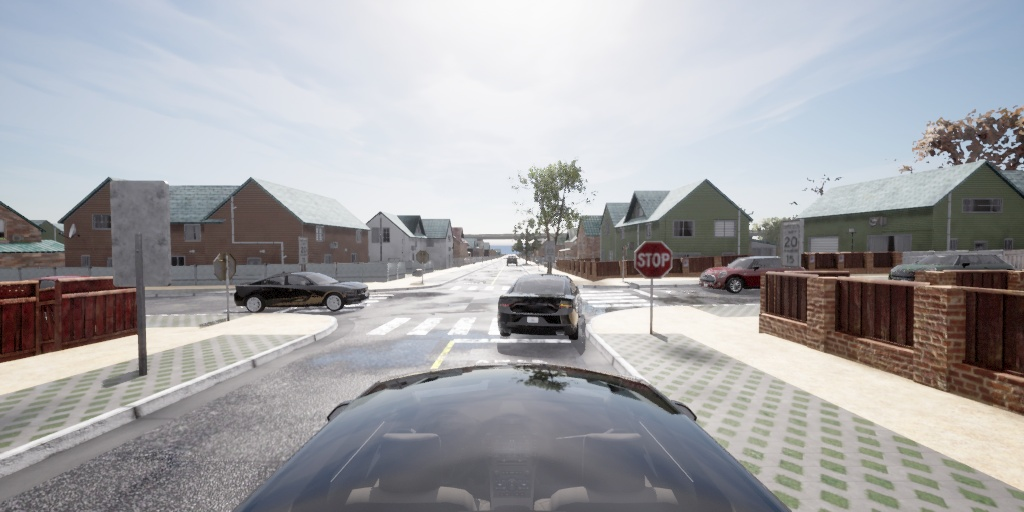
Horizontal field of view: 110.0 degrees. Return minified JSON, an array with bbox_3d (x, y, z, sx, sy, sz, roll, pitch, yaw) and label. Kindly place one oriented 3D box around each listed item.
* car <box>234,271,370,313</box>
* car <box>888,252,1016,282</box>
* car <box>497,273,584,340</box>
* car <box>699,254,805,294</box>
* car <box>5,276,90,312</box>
[{"bbox_3d":[-8.464,1.377,14.664,5.008,1.535,1.882,-1,2,0],"label":"car"},{"bbox_3d":[21.707,0.646,17.808,4.553,1.767,2.097,-1,2,0],"label":"car"},{"bbox_3d":[0.960,1.225,10.134,1.882,1.535,5.008,0,0,12],"label":"car"},{"bbox_3d":[11.812,0.820,17.740,4.553,1.767,2.097,-1,2,0],"label":"car"},{"bbox_3d":[-18.017,1.547,14.605,5.008,1.535,1.882,-1,2,0],"label":"car"}]
